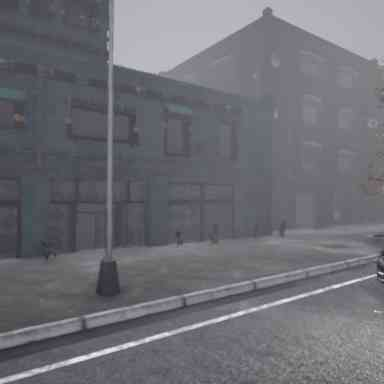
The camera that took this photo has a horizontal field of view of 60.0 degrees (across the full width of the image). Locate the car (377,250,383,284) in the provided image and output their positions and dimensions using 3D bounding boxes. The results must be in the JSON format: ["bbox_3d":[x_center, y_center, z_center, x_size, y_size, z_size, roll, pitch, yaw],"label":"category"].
[{"bbox_3d":[6.476,1.528,8.258,4.902,1.511,2.128,0,0,-35],"label":"car"}]
